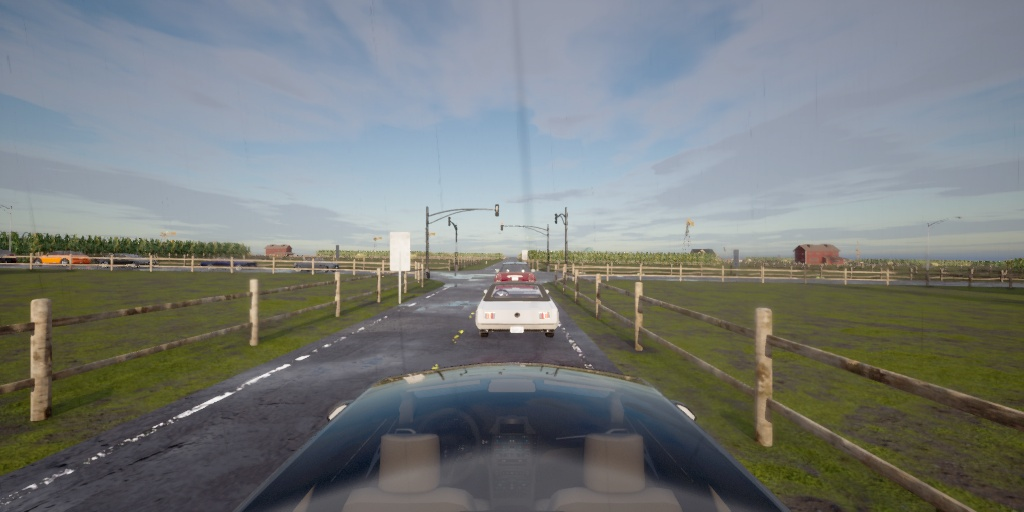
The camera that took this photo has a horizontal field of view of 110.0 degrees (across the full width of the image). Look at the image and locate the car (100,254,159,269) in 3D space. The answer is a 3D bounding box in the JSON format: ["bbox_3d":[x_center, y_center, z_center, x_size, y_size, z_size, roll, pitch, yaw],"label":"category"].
[{"bbox_3d":[-39.276,0.555,36.844,4.892,1.490,1.837,1,0,1],"label":"car"}]

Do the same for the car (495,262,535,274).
[{"bbox_3d":[0.178,1.103,19.173,2.097,1.767,4.553,0,0,1],"label":"car"}]

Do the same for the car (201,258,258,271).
[{"bbox_3d":[-28.860,0.837,36.801,4.718,1.301,1.895,1,0,0],"label":"car"}]

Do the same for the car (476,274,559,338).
[{"bbox_3d":[0.123,1.351,10.184,1.895,1.301,4.718,0,0,0],"label":"car"}]

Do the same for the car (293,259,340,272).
[{"bbox_3d":[-19.968,0.962,36.778,4.181,1.385,1.994,1,0,0],"label":"car"}]
